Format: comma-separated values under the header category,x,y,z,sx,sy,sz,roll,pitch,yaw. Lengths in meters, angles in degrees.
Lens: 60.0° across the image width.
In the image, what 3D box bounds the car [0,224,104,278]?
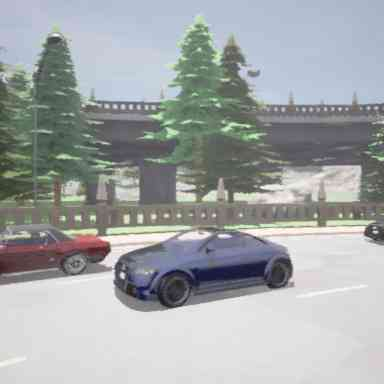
category,x,y,z,sx,sy,sz,roll,pitch,yaw
car,-4.700,1.563,8.816,4.718,1.301,1.895,0,0,-32

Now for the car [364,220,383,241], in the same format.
category,x,y,z,sx,sy,sz,roll,pitch,yaw
car,9.822,1.543,14.543,4.181,1.385,1.994,0,0,-9

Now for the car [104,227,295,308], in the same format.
category,x,y,z,sx,sy,sz,roll,pitch,yaw
car,0.339,1.540,7.796,4.181,1.385,1.994,0,0,-27
